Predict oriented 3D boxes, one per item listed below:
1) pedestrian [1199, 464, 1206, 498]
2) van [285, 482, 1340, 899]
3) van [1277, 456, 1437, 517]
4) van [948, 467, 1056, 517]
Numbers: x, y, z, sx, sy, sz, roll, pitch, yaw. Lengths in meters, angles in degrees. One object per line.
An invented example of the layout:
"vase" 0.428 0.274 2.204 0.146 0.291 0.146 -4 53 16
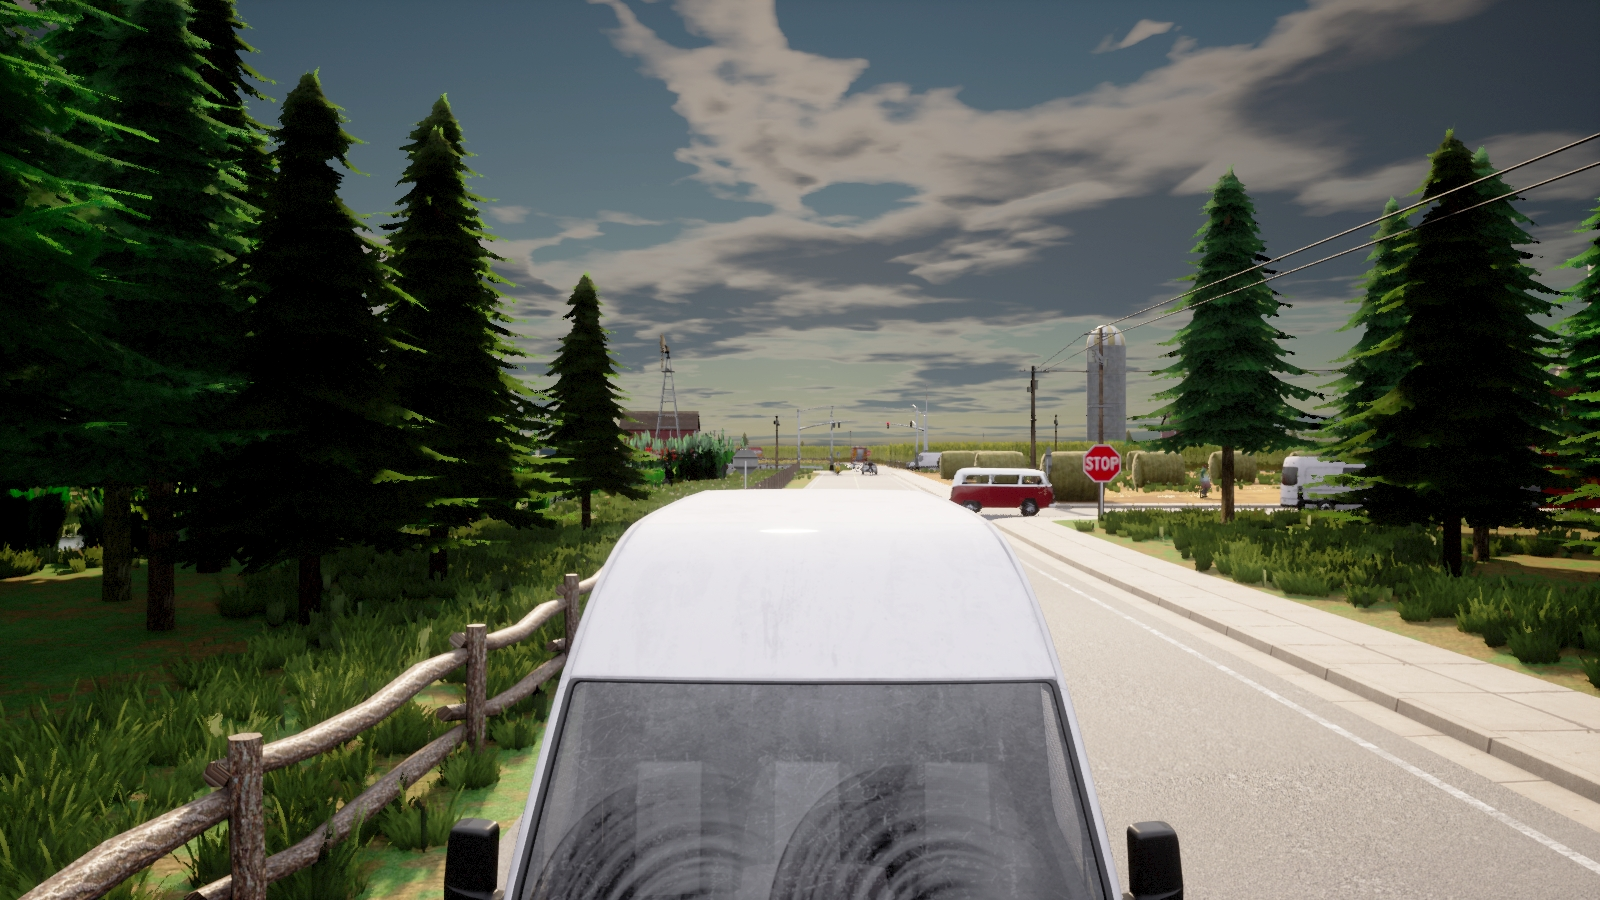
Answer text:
"pedestrian" 22.054 1.682 62.576 0.375 1.860 0.375 0 0 21
"van" 0.056 1.508 5.110 1.988 2.561 5.915 0 0 1
"van" 23.868 1.534 49.092 5.915 2.561 1.988 0 0 -1
"van" 8.732 1.779 49.220 4.480 2.038 2.069 0 0 14
